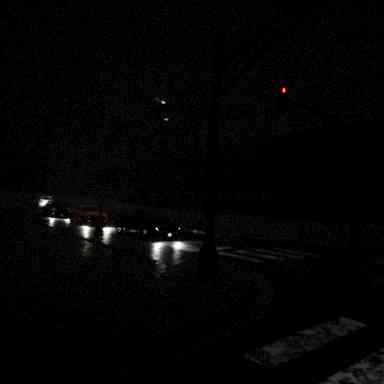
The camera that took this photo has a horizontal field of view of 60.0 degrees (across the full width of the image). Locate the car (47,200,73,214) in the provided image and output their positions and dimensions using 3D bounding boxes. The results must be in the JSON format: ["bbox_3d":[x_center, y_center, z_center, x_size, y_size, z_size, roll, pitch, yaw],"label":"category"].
[{"bbox_3d":[-17.983,2.008,45.260,2.128,1.511,4.902,4,-2,-35],"label":"car"}]

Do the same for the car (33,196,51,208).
[{"bbox_3d":[-23.853,1.616,53.392,2.150,2.045,5.566,4,-2,-36],"label":"car"}]

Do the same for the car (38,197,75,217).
[{"bbox_3d":[-14.335,1.730,35.241,2.097,1.767,4.553,4,-3,-35],"label":"car"}]

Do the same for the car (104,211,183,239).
[{"bbox_3d":[-2.761,1.812,19.033,2.033,1.411,5.357,5,-3,-38],"label":"car"}]

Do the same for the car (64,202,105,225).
[{"bbox_3d":[-8.482,1.820,27.065,1.882,1.535,5.008,4,-3,-36],"label":"car"}]
